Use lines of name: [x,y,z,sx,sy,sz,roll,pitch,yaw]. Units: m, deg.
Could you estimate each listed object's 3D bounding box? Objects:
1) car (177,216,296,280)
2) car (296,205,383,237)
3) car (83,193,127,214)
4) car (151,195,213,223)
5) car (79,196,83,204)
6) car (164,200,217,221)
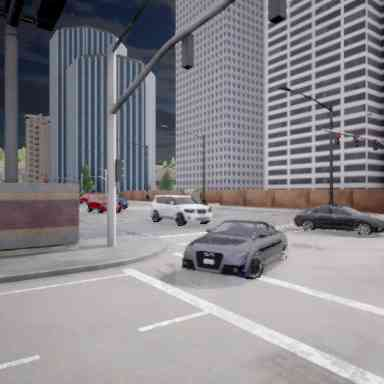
car: [1.482,1.562,10.065,1.994,1.385,4.181,0,0,32]
car: [8.135,1.502,18.356,4.892,1.490,1.837,-1,0,42]
car: [-9.392,1.216,35.475,2.150,2.045,5.566,0,0,-35]
car: [-0.895,1.218,23.421,2.150,2.045,5.566,0,0,-35]
car: [-19.163,1.217,61.829,2.150,2.045,5.566,0,0,-35]
car: [-0.240,1.487,28.564,2.128,1.511,4.902,0,0,-35]
